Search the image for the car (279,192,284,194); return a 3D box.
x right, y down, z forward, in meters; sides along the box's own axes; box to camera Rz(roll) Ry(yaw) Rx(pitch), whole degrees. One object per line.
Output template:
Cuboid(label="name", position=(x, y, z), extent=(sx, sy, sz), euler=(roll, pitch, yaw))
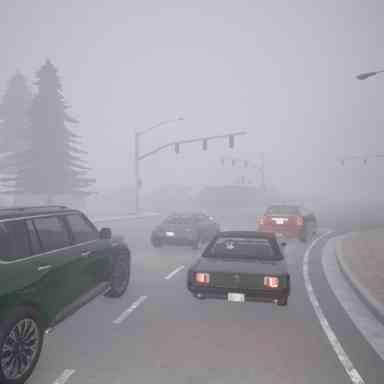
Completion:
Cuboid(label="car", position=(24.749, 1.052, 92.187), extent=(4.605, 1.855, 1.932), euler=(0, 0, 40))

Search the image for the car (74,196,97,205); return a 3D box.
Cuboid(label="car", position=(-19.594, 1.548, 61.207), extent=(4.674, 1.442, 1.812), euler=(0, 0, 40))

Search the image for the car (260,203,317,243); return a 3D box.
Cuboid(label="car", position=(4.800, 1.324, 16.375), extent=(2.097, 1.767, 4.553), euler=(0, 0, 27))

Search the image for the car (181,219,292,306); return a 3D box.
Cuboid(label="car", position=(1.327, 1.590, 8.097), extent=(1.895, 1.301, 4.718), euler=(0, 0, 14))

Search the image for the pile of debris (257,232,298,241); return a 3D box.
Cuboid(label="pile of debris", position=(4.181, 2.149, 16.133), extent=(1.500, 0.140, 1.860), euler=(0, 0, 29))

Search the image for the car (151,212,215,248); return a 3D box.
Cuboid(label="car", position=(-0.129, 1.548, 14.454), extent=(1.994, 1.385, 4.181), euler=(0, 0, 20))

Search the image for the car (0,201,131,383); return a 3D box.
Cuboid(label="car", position=(-2.789, 1.222, 5.493), extent=(2.150, 2.045, 5.566), euler=(0, 0, 8))

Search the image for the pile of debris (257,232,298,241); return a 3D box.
Cuboid(label="pile of debris", position=(4.181, 2.149, 16.133), extent=(1.500, 0.140, 1.860), euler=(0, 0, 29))
